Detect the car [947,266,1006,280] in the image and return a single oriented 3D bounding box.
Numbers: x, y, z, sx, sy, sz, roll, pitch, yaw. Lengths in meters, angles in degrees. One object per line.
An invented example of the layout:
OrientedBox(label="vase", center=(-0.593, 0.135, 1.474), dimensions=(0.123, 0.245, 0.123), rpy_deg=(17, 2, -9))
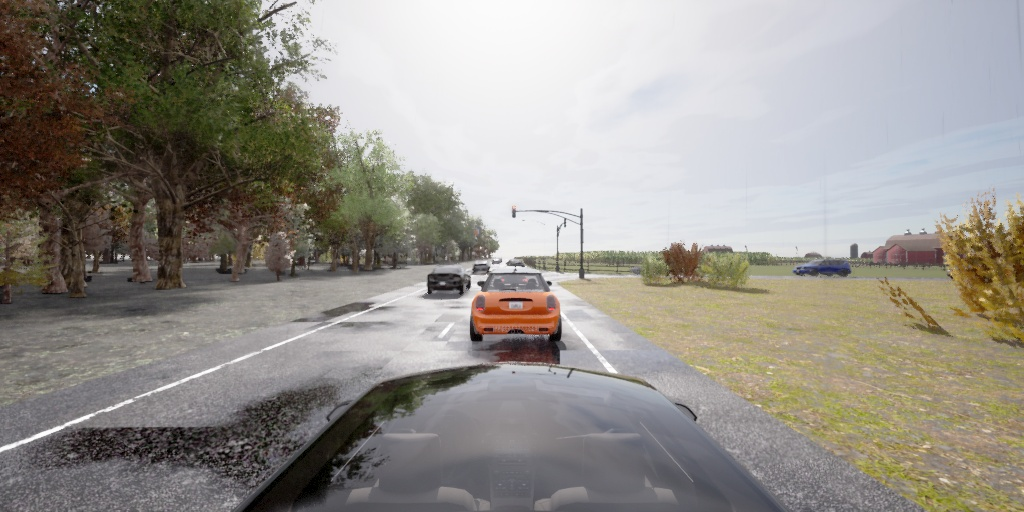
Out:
OrientedBox(label="car", center=(48.883, 1.772, 37.669), dimensions=(4.902, 1.511, 2.128), rpy_deg=(1, -1, 1))

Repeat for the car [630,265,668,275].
OrientedBox(label="car", center=(15.824, 1.546, 41.444), dimensions=(4.181, 1.385, 1.994), rpy_deg=(1, -1, 2))

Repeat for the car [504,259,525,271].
OrientedBox(label="car", center=(0.349, 1.260, 51.890), dimensions=(1.837, 1.490, 4.892), rpy_deg=(-2, 1, -13))

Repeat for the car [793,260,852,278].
OrientedBox(label="car", center=(35.724, 1.418, 41.324), dimensions=(5.566, 2.045, 2.150), rpy_deg=(1, -1, 0))

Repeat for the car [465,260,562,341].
OrientedBox(label="car", center=(0.079, 1.104, 9.993), dimensions=(2.097, 1.767, 4.553), rpy_deg=(0, 0, 0))

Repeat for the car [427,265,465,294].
OrientedBox(label="car", center=(-3.450, 1.232, 20.308), dimensions=(1.882, 1.535, 5.008), rpy_deg=(0, 0, 0))
